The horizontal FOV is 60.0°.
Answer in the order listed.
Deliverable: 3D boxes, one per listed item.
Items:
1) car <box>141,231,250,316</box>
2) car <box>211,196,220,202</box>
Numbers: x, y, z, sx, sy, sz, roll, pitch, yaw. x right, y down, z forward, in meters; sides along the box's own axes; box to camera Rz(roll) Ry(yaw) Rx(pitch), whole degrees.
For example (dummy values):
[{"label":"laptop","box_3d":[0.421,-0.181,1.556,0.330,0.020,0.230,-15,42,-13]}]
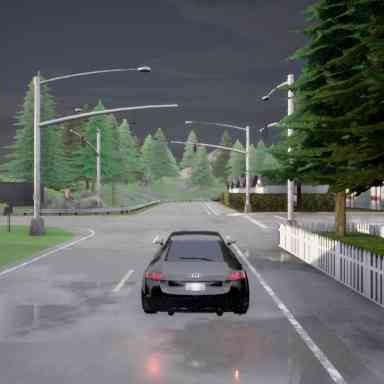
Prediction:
[{"label":"car","box_3d":[0.075,1.564,7.604,1.994,1.385,4.181,0,0,1]},{"label":"car","box_3d":[6.702,1.525,72.823,5.357,1.411,2.033,0,0,-22]}]
